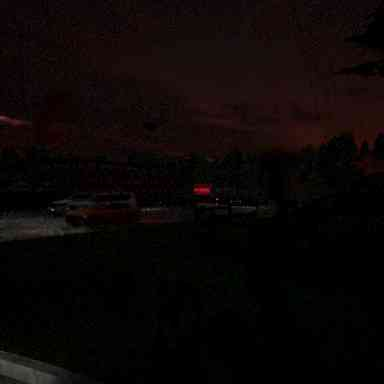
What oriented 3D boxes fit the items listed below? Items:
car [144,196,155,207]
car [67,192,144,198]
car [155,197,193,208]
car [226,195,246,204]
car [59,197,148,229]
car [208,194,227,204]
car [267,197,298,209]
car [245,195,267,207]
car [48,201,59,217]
[{"bbox_3d":[-6.733,1.187,41.921,1.882,1.535,5.008,1,0,38],"label":"car"},{"bbox_3d":[-6.580,1.034,24.992,2.150,2.045,5.566,1,0,38],"label":"car"},{"bbox_3d":[-2.036,1.333,42.254,1.895,1.301,4.718,1,0,38],"label":"car"},{"bbox_3d":[7.435,1.251,48.599,1.837,1.490,4.892,1,0,39],"label":"car"},{"bbox_3d":[-5.360,1.322,20.852,1.882,1.535,5.008,1,0,38],"label":"car"},{"bbox_3d":[4.631,1.101,56.304,2.097,1.767,4.553,1,0,38],"label":"car"},{"bbox_3d":[11.935,1.405,43.012,1.895,1.301,4.718,1,0,38],"label":"car"},{"bbox_3d":[9.582,1.300,45.675,1.812,1.442,4.674,1,0,39],"label":"car"},{"bbox_3d":[-8.974,1.005,27.616,2.150,2.045,5.566,1,0,38],"label":"car"}]
